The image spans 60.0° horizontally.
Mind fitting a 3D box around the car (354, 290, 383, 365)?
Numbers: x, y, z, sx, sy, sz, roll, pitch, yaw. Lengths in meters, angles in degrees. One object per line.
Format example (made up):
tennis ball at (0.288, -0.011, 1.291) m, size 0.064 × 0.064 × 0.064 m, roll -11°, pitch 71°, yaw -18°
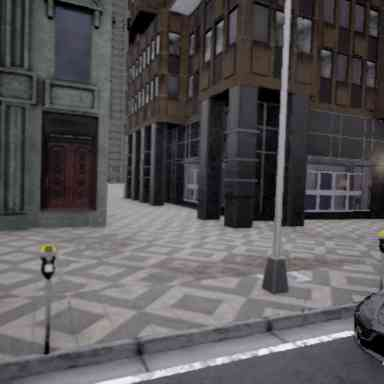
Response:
car at (4.231, 1.552, 4.476) m, size 4.313 × 1.339 × 1.947 m, roll 1°, pitch 2°, yaw -24°
